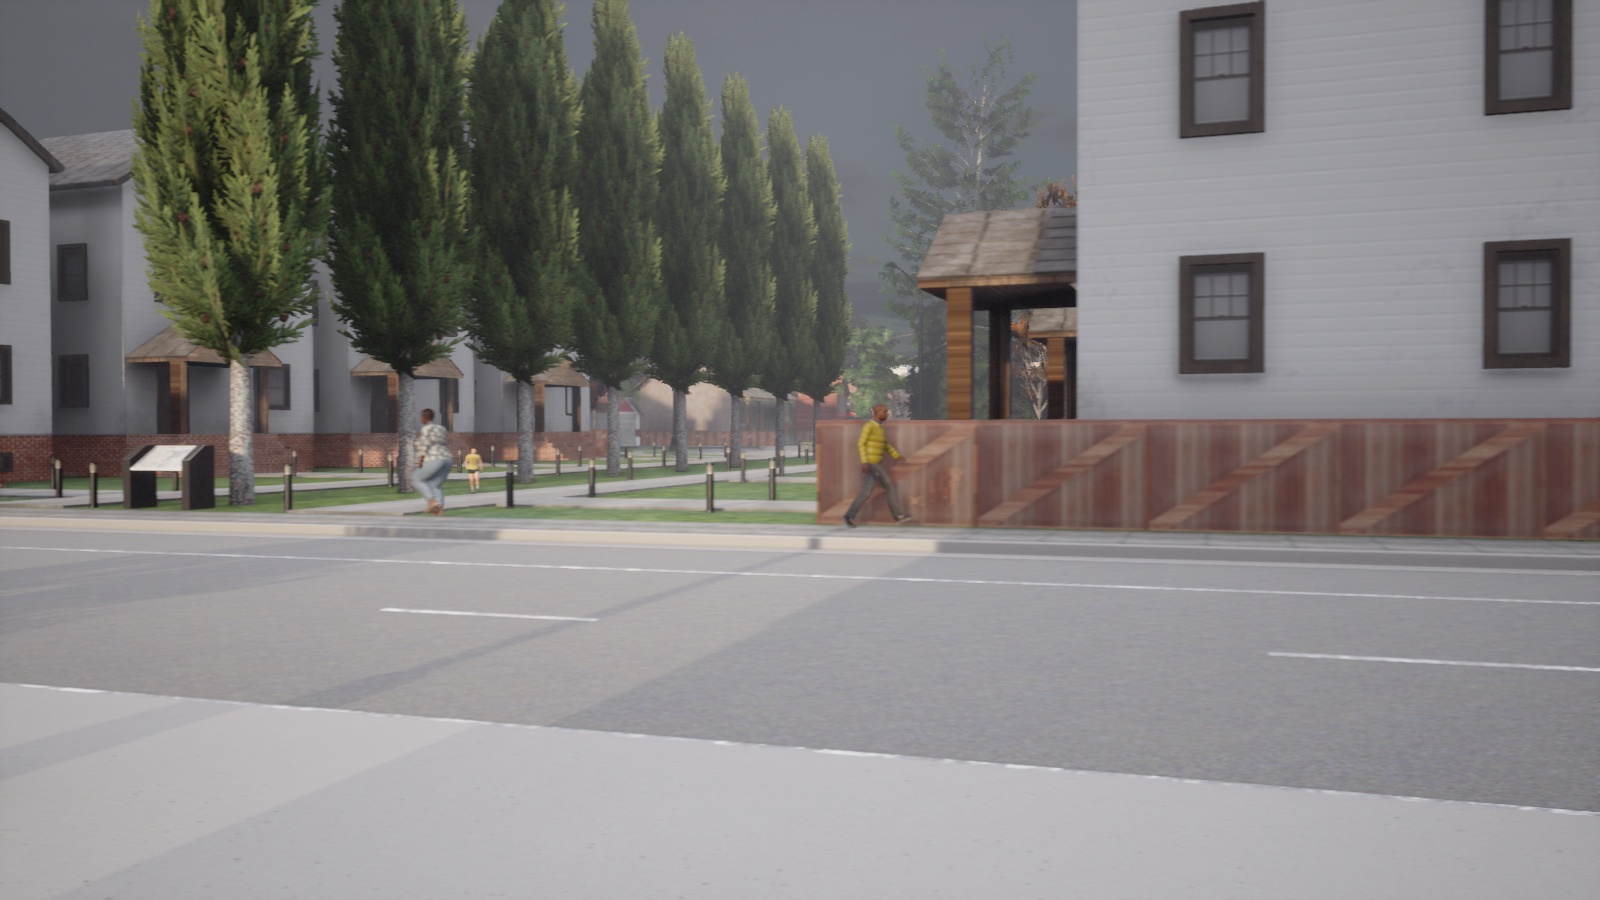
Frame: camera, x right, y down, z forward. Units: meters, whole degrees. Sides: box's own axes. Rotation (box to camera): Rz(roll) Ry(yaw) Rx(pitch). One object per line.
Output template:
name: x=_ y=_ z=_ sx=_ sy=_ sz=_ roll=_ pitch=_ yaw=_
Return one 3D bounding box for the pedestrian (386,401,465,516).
pedestrian: x=-6.199 y=0.125 z=20.809 sx=0.900 sy=1.855 sz=0.874 roll=1 pitch=1 yaw=22

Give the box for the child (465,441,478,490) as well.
child: x=-7.557 y=0.344 z=28.883 sx=0.255 sy=1.110 sz=0.394 roll=0 pitch=1 yaw=-18

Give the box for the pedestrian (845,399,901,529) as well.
pedestrian: x=1.048 y=0.197 z=17.989 sx=0.726 sy=1.835 sz=0.370 roll=1 pitch=1 yaw=20
